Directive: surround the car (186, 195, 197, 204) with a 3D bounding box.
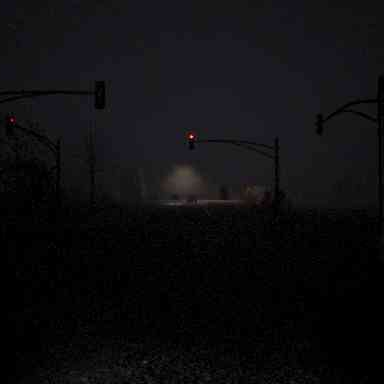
[{"bbox_3d":[-0.065,1.424,68.028,2.097,1.767,4.553,0,0,0],"label":"car"}]

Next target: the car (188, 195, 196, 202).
[{"bbox_3d":[-0.075,1.426,78.064,1.837,1.490,4.892,0,0,0],"label":"car"}]

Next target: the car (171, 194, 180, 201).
[{"bbox_3d":[-3.570,1.195,72.230,1.837,1.490,4.892,0,0,0],"label":"car"}]
